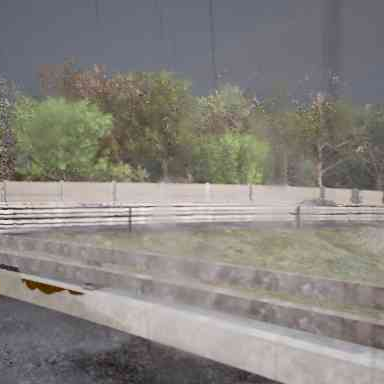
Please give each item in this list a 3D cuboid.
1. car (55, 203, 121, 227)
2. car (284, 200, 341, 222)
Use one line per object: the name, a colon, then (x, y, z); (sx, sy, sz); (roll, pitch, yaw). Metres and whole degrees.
car: (-6.804, 1.437, 21.867); (4.181, 1.385, 1.994); (0, 0, -18)
car: (9.870, 1.412, 27.451); (4.553, 1.767, 2.097); (1, 0, -18)
